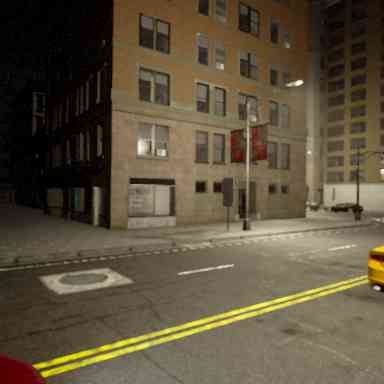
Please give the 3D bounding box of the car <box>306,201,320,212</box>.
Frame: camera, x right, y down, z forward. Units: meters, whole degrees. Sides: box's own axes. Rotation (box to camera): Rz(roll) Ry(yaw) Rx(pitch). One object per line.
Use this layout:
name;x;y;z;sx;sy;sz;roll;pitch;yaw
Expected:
car;14.940;1.896;44.417;2.008;1.369;4.403;1;-1;-35

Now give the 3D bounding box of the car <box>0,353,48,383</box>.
car;-3.023;1.511;1.284;4.674;1.442;1.812;0;0;-36

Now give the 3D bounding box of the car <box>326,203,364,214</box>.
car;18.210;1.910;39.794;1.947;1.339;4.313;1;-1;-35

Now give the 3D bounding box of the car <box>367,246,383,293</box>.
car;6.092;1.556;7.790;5.008;1.535;1.882;0;0;-35
